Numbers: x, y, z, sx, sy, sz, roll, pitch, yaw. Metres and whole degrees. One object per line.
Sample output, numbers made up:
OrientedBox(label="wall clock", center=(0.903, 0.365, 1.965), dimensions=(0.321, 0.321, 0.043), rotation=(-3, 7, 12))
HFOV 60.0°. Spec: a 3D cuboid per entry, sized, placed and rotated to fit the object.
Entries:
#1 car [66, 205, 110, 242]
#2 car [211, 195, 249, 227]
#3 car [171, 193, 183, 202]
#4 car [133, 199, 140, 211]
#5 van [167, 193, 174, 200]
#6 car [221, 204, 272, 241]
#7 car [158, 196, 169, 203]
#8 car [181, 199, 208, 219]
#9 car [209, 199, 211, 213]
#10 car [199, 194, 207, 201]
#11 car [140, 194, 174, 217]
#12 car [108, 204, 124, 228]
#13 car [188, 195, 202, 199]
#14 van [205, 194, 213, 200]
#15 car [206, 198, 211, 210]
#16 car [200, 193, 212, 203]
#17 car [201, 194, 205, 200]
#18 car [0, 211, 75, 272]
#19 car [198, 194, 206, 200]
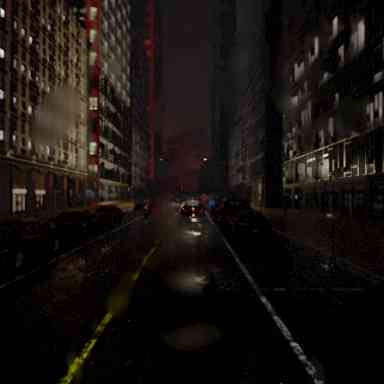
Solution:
OrientedBox(label="car", center=(-5.676, 1.547, 16.291), dimensions=(1.947, 1.339, 4.313), rotation=(1, 0, 0))
OrientedBox(label="car", center=(2.709, 1.289, 21.949), dimensions=(2.192, 1.841, 5.009), rotation=(1, 0, 0))
OrientedBox(label="car", center=(-2.997, 1.362, 71.297), dimensions=(1.882, 1.535, 5.008), rotation=(0, 0, 0))
OrientedBox(label="car", center=(-5.675, 1.506, 38.591), dimensions=(2.008, 1.369, 4.403), rotation=(1, 0, 0))
OrientedBox(label="van", center=(-5.677, 1.246, 88.768), dimensions=(1.690, 1.788, 3.998), rotation=(1, 0, 0))
OrientedBox(label="car", center=(2.704, 1.525, 16.371), dimensions=(1.887, 1.381, 4.507), rotation=(1, 0, 0))
OrientedBox(label="car", center=(-5.674, 1.508, 66.467), dimensions=(1.802, 1.307, 4.206), rotation=(1, 0, 0))
OrientedBox(label="car", center=(0.101, 1.567, 28.742), dimensions=(1.895, 1.301, 4.718), rotation=(0, 0, 0))
OrientedBox(label="car", center=(2.705, 1.534, 27.526), dimensions=(1.947, 1.339, 4.313), rotation=(1, 0, 0))
OrientedBox(label="car", center=(2.710, 1.350, 83.298), dimensions=(1.967, 1.590, 4.097), rotation=(1, 0, 0))
OrientedBox(label="car", center=(-3.095, 1.317, 30.351), dimensions=(2.097, 1.767, 4.553), rotation=(0, 0, 0))
OrientedBox(label="car", center=(-5.675, 1.519, 21.866), dimensions=(1.887, 1.381, 4.507), rotation=(1, 0, 0))
OrientedBox(label="car", center=(0.102, 1.474, 45.213), dimensions=(1.812, 1.442, 4.674), rotation=(0, 0, 0))
OrientedBox(label="van", center=(2.710, 1.296, 38.680), dimensions=(1.690, 1.788, 3.998), rotation=(1, 0, 0))
OrientedBox(label="car", center=(2.705, 1.543, 33.103), dimensions=(1.802, 1.307, 4.206), rotation=(1, 0, 0))
OrientedBox(label="car", center=(2.712, 1.241, 66.567), dimensions=(2.192, 1.841, 5.009), rotation=(1, 0, 0))
OrientedBox(label="car", center=(2.708, 1.383, 49.834), dimensions=(1.967, 1.590, 4.097), rotation=(1, 0, 0))
OrientedBox(label="car", center=(-5.676, 1.538, 10.715), dimensions=(2.008, 1.369, 4.403), rotation=(1, 0, 0))
OrientedBox(label="car", center=(2.710, 1.344, 88.875), dimensions=(1.967, 1.590, 4.097), rotation=(1, 0, 0))
